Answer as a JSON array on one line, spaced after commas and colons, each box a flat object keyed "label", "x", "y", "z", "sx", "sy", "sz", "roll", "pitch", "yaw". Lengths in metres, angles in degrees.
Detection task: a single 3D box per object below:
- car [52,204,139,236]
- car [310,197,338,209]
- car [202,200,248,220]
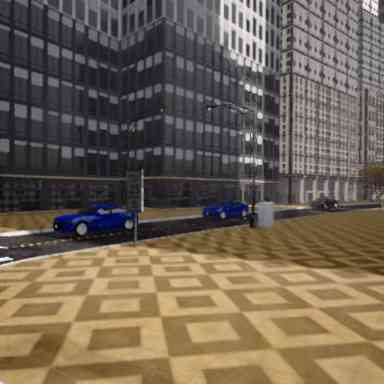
[{"label": "car", "x": -5.283, "y": 1.461, "z": 18.734, "sx": 1.882, "sy": 1.535, "sz": 5.008, "roll": 1, "pitch": 1, "yaw": 39}, {"label": "car", "x": 17.222, "y": 1.398, "z": 43.256, "sx": 5.008, "sy": 1.535, "sz": 1.882, "roll": 0, "pitch": 0, "yaw": -44}, {"label": "car", "x": 2.873, "y": 1.437, "z": 28.364, "sx": 1.882, "sy": 1.535, "sz": 5.008, "roll": 1, "pitch": 1, "yaw": 42}]
